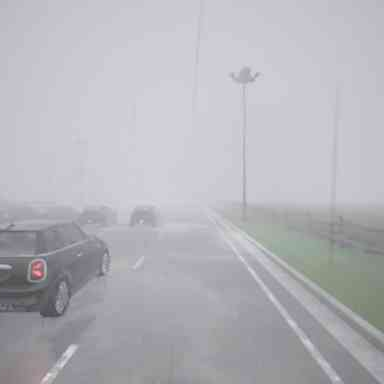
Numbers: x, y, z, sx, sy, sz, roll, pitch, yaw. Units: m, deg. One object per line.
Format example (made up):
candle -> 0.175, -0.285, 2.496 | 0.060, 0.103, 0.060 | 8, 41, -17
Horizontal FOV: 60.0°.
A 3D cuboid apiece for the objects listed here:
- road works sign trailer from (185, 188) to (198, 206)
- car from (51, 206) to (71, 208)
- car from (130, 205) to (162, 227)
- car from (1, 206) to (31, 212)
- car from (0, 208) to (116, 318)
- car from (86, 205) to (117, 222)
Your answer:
road works sign trailer -> -0.182, 1.051, 70.054 | 2.380, 3.560, 2.880 | 0, 0, 0
car -> -10.398, 1.787, 26.573 | 1.994, 1.385, 4.181 | 0, 0, 0
car -> -3.399, 1.715, 24.764 | 1.837, 1.490, 4.892 | 0, 0, 0
car -> -13.898, 1.790, 26.944 | 1.994, 1.385, 4.181 | 0, 0, 0
car -> -3.404, 1.417, 7.705 | 2.097, 1.767, 4.553 | 0, -1, 0
car -> -6.899, 1.714, 24.759 | 1.837, 1.490, 4.892 | 0, 0, 0
